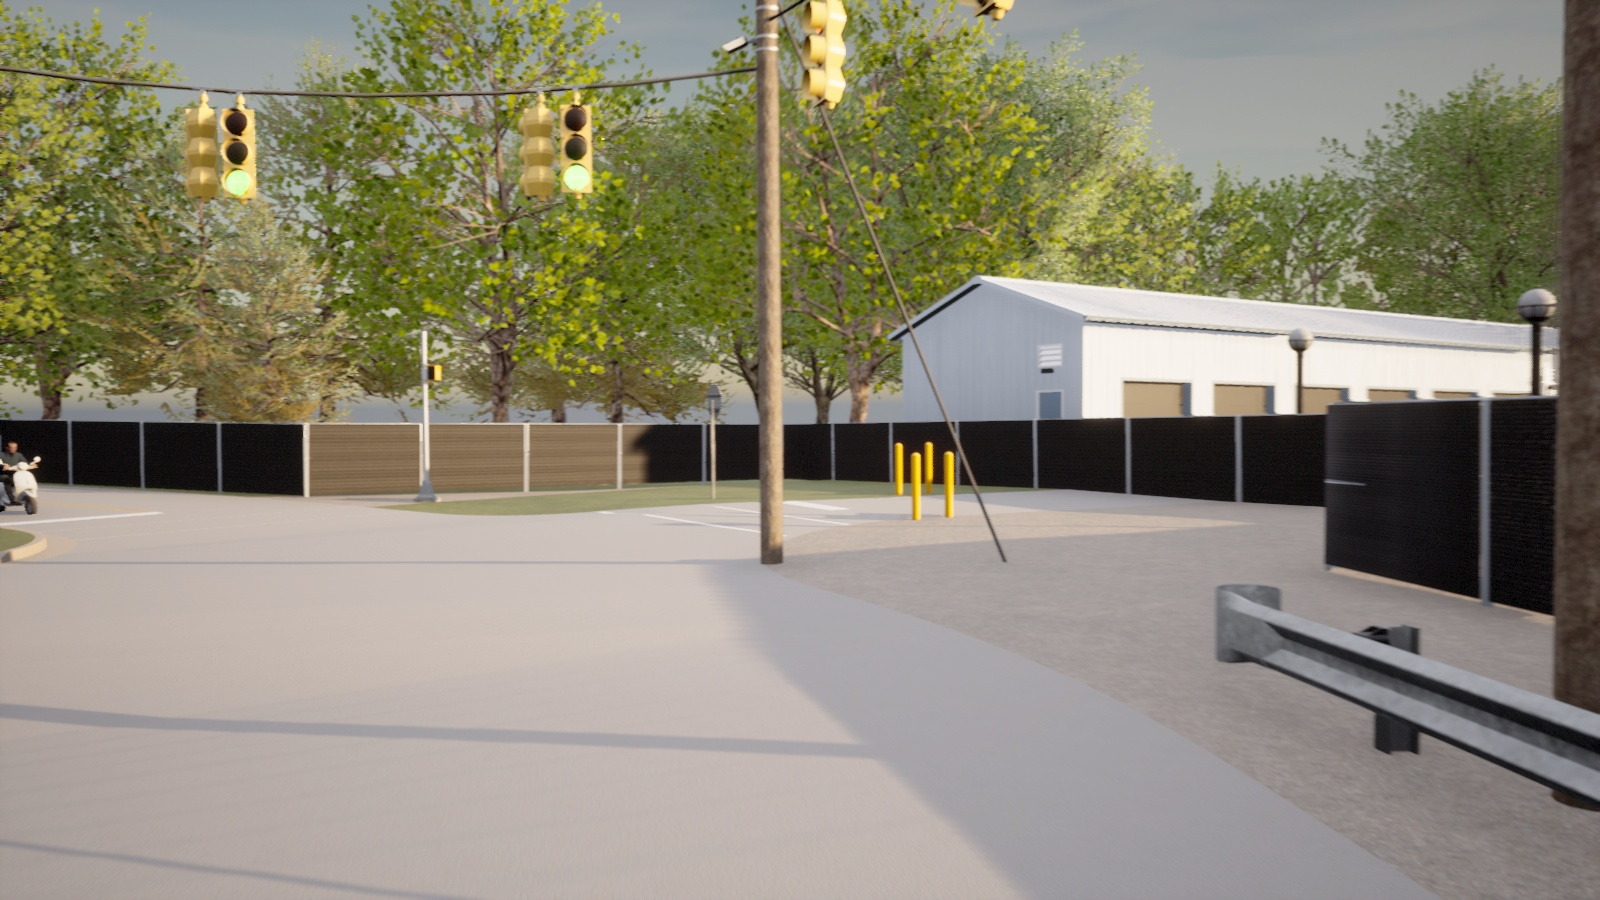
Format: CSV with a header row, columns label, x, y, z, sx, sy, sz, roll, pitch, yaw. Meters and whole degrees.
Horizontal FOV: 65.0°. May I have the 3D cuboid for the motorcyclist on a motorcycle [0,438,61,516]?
label,x,y,z,sx,sy,sz,roll,pitch,yaw
motorcyclist on a motorcycle,-17.072,0.568,27.410,1.817,1.590,0.866,2,4,33
